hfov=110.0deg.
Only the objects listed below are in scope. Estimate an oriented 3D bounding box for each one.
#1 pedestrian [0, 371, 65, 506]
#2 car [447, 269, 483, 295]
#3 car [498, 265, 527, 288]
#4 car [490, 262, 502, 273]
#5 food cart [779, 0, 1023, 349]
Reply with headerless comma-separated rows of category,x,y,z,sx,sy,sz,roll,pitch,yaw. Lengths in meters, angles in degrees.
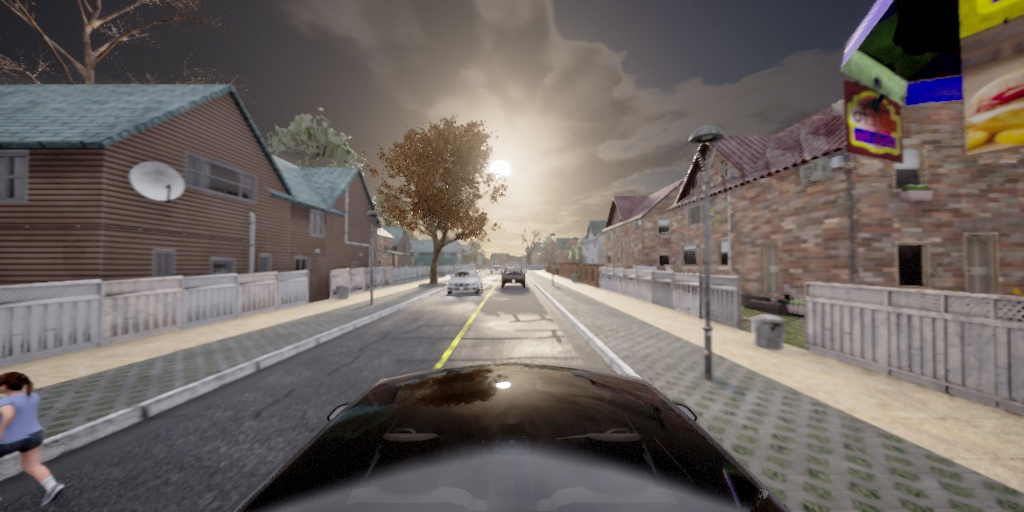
pedestrian,-3.960,1.440,2.891,0.500,1.100,0.500,1,-2,-1
car,-2.843,1.578,22.525,1.812,1.442,4.674,0,-1,0
car,0.107,1.653,28.508,1.837,1.490,4.892,0,-2,0
car,-2.728,2.075,65.141,2.150,2.045,5.566,0,-1,0
food cart,3.010,0.193,0.156,2.280,3.560,4.660,0,0,0
